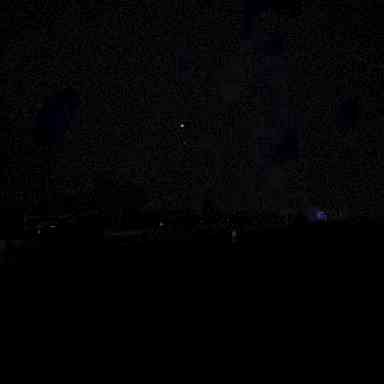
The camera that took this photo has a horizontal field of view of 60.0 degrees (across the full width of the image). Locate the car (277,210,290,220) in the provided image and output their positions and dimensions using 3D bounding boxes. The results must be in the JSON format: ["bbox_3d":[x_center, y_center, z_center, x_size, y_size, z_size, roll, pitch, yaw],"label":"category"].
[{"bbox_3d":[14.341,3.469,49.656,1.882,1.535,5.008,0,-2,35],"label":"car"}]

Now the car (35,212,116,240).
[{"bbox_3d":[-6.861,1.961,20.036,2.128,1.511,4.902,0,-2,37],"label":"car"}]

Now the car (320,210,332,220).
[{"bbox_3d":[21.694,3.708,55.101,2.097,1.767,4.553,0,-2,37],"label":"car"}]

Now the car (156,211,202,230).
[{"bbox_3d":[-1.020,2.361,28.195,2.128,1.511,4.902,0,-2,35],"label":"car"}]

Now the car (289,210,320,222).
[{"bbox_3d":[15.929,3.420,46.971,2.128,1.511,4.902,0,-2,36],"label":"car"}]

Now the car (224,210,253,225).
[{"bbox_3d":[5.063,2.803,36.742,1.837,1.490,4.892,0,-2,35],"label":"car"}]
